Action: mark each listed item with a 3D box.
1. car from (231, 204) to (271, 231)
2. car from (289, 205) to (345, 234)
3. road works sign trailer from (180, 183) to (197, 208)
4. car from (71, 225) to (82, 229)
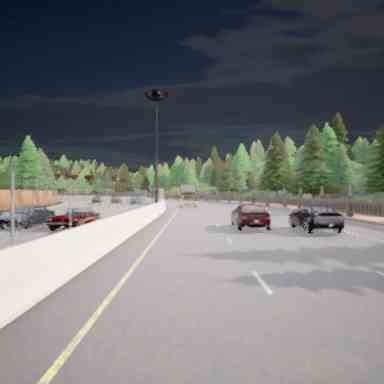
[{"bbox_3d":[3.597,1.495,20.988,1.882,1.535,5.008,0,0,0],"label":"car"},{"bbox_3d":[7.097,1.507,19.389,2.128,1.511,4.902,0,0,0],"label":"car"},{"bbox_3d":[-0.605,0.504,49.255,2.380,3.560,2.880,0,0,-10],"label":"road works sign trailer"},{"bbox_3d":[-7.101,1.617,20.476,1.895,1.301,4.718,0,0,0],"label":"car"}]
